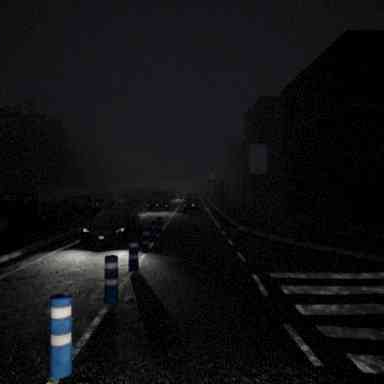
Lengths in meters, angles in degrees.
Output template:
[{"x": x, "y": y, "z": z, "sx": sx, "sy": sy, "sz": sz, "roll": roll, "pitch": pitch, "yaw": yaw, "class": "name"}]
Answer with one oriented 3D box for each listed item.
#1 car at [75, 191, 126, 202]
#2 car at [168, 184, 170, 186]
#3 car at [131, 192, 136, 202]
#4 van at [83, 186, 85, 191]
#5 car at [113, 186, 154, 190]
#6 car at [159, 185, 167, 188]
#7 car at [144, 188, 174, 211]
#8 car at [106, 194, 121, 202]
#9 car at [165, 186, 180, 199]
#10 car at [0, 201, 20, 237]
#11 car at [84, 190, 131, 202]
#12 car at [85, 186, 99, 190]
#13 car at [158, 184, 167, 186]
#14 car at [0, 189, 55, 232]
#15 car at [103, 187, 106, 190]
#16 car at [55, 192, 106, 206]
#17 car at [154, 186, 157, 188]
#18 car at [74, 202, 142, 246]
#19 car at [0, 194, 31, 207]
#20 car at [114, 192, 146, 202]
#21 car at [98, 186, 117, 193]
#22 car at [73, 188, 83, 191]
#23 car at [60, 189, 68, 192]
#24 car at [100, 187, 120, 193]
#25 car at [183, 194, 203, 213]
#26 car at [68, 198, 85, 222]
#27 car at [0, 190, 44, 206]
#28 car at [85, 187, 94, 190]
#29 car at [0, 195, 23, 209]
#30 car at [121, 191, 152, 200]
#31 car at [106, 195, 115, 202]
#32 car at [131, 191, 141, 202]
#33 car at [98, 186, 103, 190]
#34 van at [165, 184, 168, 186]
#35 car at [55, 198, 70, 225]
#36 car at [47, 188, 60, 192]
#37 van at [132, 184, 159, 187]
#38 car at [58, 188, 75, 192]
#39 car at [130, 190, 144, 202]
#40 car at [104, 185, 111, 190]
[{"x": -9.819, "y": 1.045, "z": 35.517, "sx": 4.553, "sy": 1.767, "sz": 2.185, "roll": 0, "pitch": 1, "yaw": 1, "class": "car"}, {"x": -9.263, "y": -0.677, "z": 93.956, "sx": 4.674, "sy": 1.452, "sz": 2.002, "roll": 0, "pitch": 2, "yaw": 1, "class": "car"}, {"x": -9.741, "y": 1.101, "z": 41.086, "sx": 4.674, "sy": 1.452, "sz": 2.002, "roll": 0, "pitch": 1, "yaw": 1, "class": "car"}, {"x": -22.525, "y": 0.227, "z": 60.649, "sx": 4.442, "sy": 1.987, "sz": 1.878, "roll": 0, "pitch": 2, "yaw": 1, "class": "van"}, {"x": -9.641, "y": 0.397, "z": 55.005, "sx": 5.566, "sy": 2.045, "sz": 2.435, "roll": 0, "pitch": 2, "yaw": 1, "class": "car"}, {"x": -9.201, "y": -0.223, "z": 80.045, "sx": 5.366, "sy": 1.575, "sz": 1.946, "roll": 0, "pitch": 2, "yaw": 1, "class": "car"}, {"x": -3.352, "y": 0.854, "z": 34.878, "sx": 2.150, "sy": 2.045, "sz": 5.566, "roll": 0, "pitch": 1, "yaw": 0, "class": "car"}, {"x": -9.843, "y": 1.241, "z": 32.732, "sx": 4.792, "sy": 1.488, "sz": 2.163, "roll": 0, "pitch": 1, "yaw": 1, "class": "car"}, {"x": -3.246, "y": 0.333, "z": 59.241, "sx": 2.097, "sy": 1.767, "sz": 4.553, "roll": 0, "pitch": 2, "yaw": 0, "class": "car"}, {"x": -9.984, "y": 1.243, "z": 13.213, "sx": 5.008, "sy": 1.535, "sz": 2.097, "roll": 0, "pitch": 0, "yaw": 1, "class": "car"}, {"x": -9.794, "y": 0.994, "z": 38.296, "sx": 4.553, "sy": 1.767, "sz": 2.185, "roll": 0, "pitch": 1, "yaw": 1, "class": "car"}, {"x": -22.572, "y": 0.164, "z": 69.007, "sx": 5.008, "sy": 1.535, "sz": 2.097, "roll": 0, "pitch": 2, "yaw": 1, "class": "car"}, {"x": -9.330, "y": -0.444, "z": 82.824, "sx": 4.553, "sy": 1.767, "sz": 2.185, "roll": 0, "pitch": 2, "yaw": 1, "class": "car"}, {"x": -9.993, "y": 1.018, "z": 16.009, "sx": 5.566, "sy": 2.045, "sz": 2.435, "roll": 0, "pitch": 0, "yaw": 1, "class": "car"}, {"x": -22.545, "y": 0.000, "z": 74.573, "sx": 4.792, "sy": 1.488, "sz": 2.163, "roll": 0, "pitch": 2, "yaw": 1, "class": "car"}, {"x": -9.832, "y": 1.143, "z": 27.155, "sx": 4.553, "sy": 1.767, "sz": 2.185, "roll": 0, "pitch": 0, "yaw": 1, "class": "car"}, {"x": -9.507, "y": 0.240, "z": 63.228, "sx": 4.553, "sy": 1.767, "sz": 2.185, "roll": 0, "pitch": 2, "yaw": 1, "class": "car"}, {"x": -3.353, "y": 1.394, "z": 14.624, "sx": 1.812, "sy": 1.442, "sz": 4.674, "roll": 0, "pitch": 1, "yaw": 0, "class": "car"}, {"x": -22.824, "y": 1.058, "z": 41.033, "sx": 5.008, "sy": 1.535, "sz": 2.097, "roll": 0, "pitch": 1, "yaw": 1, "class": "car"}, {"x": -9.635, "y": 0.784, "z": 52.233, "sx": 4.674, "sy": 1.452, "sz": 2.002, "roll": 0, "pitch": 2, "yaw": 1, "class": "car"}, {"x": -22.359, "y": -0.647, "z": 88.483, "sx": 4.553, "sy": 1.767, "sz": 2.185, "roll": 0, "pitch": 2, "yaw": 1, "class": "car"}, {"x": -22.639, "y": 0.297, "z": 57.865, "sx": 5.566, "sy": 2.045, "sz": 2.435, "roll": 0, "pitch": 2, "yaw": 1, "class": "car"}, {"x": -22.713, "y": 0.744, "z": 52.184, "sx": 5.008, "sy": 1.535, "sz": 2.097, "roll": 0, "pitch": 2, "yaw": 1, "class": "car"}, {"x": -22.370, "y": -0.622, "z": 91.271, "sx": 5.008, "sy": 1.535, "sz": 2.097, "roll": 0, "pitch": 2, "yaw": 1, "class": "car"}, {"x": 0.092, "y": 1.221, "z": 32.326, "sx": 2.033, "sy": 1.411, "sz": 5.357, "roll": 0, "pitch": 1, "yaw": 0, "class": "car"}, {"x": -9.885, "y": 1.321, "z": 21.575, "sx": 4.792, "sy": 1.488, "sz": 2.163, "roll": 0, "pitch": 0, "yaw": 1, "class": "car"}, {"x": -22.822, "y": 0.741, "z": 43.815, "sx": 5.566, "sy": 2.045, "sz": 2.435, "roll": 0, "pitch": 1, "yaw": 1, "class": "car"}, {"x": -22.594, "y": 0.301, "z": 66.225, "sx": 4.674, "sy": 1.452, "sz": 2.002, "roll": 0, "pitch": 2, "yaw": 1, "class": "car"}, {"x": -22.659, "y": 1.114, "z": 38.243, "sx": 5.366, "sy": 1.575, "sz": 1.946, "roll": 0, "pitch": 1, "yaw": 1, "class": "car"}, {"x": -9.582, "y": 0.553, "z": 57.794, "sx": 5.008, "sy": 1.535, "sz": 2.097, "roll": 0, "pitch": 2, "yaw": 1, "class": "car"}, {"x": -9.809, "y": 1.273, "z": 29.944, "sx": 4.792, "sy": 1.488, "sz": 2.163, "roll": 0, "pitch": 1, "yaw": 1, "class": "car"}, {"x": -9.707, "y": 0.994, "z": 43.874, "sx": 5.008, "sy": 1.535, "sz": 2.097, "roll": 0, "pitch": 1, "yaw": 0, "class": "car"}, {"x": -22.548, "y": 0.068, "z": 71.790, "sx": 4.892, "sy": 1.521, "sz": 2.231, "roll": 0, "pitch": 2, "yaw": 1, "class": "car"}, {"x": -9.219, "y": -0.641, "z": 85.538, "sx": 4.442, "sy": 1.987, "sz": 1.878, "roll": 0, "pitch": 2, "yaw": 0, "class": "van"}, {"x": -9.933, "y": 1.286, "z": 18.796, "sx": 4.892, "sy": 1.521, "sz": 2.231, "roll": 0, "pitch": 0, "yaw": 1, "class": "car"}, {"x": -22.775, "y": 0.709, "z": 49.397, "sx": 4.553, "sy": 1.767, "sz": 2.185, "roll": 0, "pitch": 2, "yaw": 1, "class": "car"}, {"x": -9.604, "y": -0.057, "z": 68.914, "sx": 4.442, "sy": 1.987, "sz": 1.878, "roll": 0, "pitch": 2, "yaw": 1, "class": "van"}, {"x": -22.877, "y": 0.641, "z": 55.093, "sx": 5.366, "sy": 1.575, "sz": 1.946, "roll": 0, "pitch": 2, "yaw": 1, "class": "car"}, {"x": -9.683, "y": 0.919, "z": 46.662, "sx": 5.008, "sy": 1.535, "sz": 2.097, "roll": 0, "pitch": 2, "yaw": 1, "class": "car"}, {"x": -22.463, "y": -0.378, "z": 77.348, "sx": 5.566, "sy": 2.045, "sz": 2.435, "roll": 0, "pitch": 2, "yaw": 1, "class": "car"}]
